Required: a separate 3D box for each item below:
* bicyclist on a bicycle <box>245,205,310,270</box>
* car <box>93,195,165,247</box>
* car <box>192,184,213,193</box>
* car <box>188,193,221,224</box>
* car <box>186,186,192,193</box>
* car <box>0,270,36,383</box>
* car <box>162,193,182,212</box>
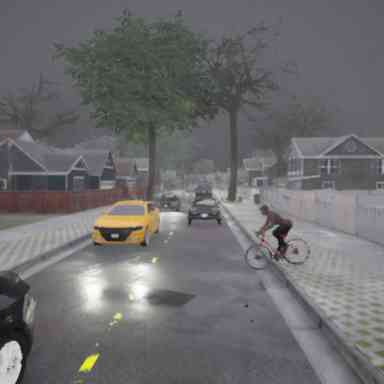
[{"bbox_3d":[2.089,1.124,8.405,1.656,1.620,0.582,-9,1,2],"label":"bicyclist on a bicycle"},{"bbox_3d":[-2.432,1.107,13.372,1.882,1.535,5.008,0,1,2],"label":"car"},{"bbox_3d":[1.539,0.051,43.106,2.150,2.045,5.566,0,1,2],"label":"car"},{"bbox_3d":[0.736,0.991,19.741,1.812,1.442,4.674,0,2,2],"label":"car"},{"bbox_3d":[-0.259,-0.570,73.350,1.837,1.490,4.892,0,2,2],"label":"car"},{"bbox_3d":[-2.841,1.439,2.036,1.837,1.490,4.892,0,1,3],"label":"car"},{"bbox_3d":[-1.927,0.815,27.406,1.994,1.385,4.181,0,2,2],"label":"car"}]
